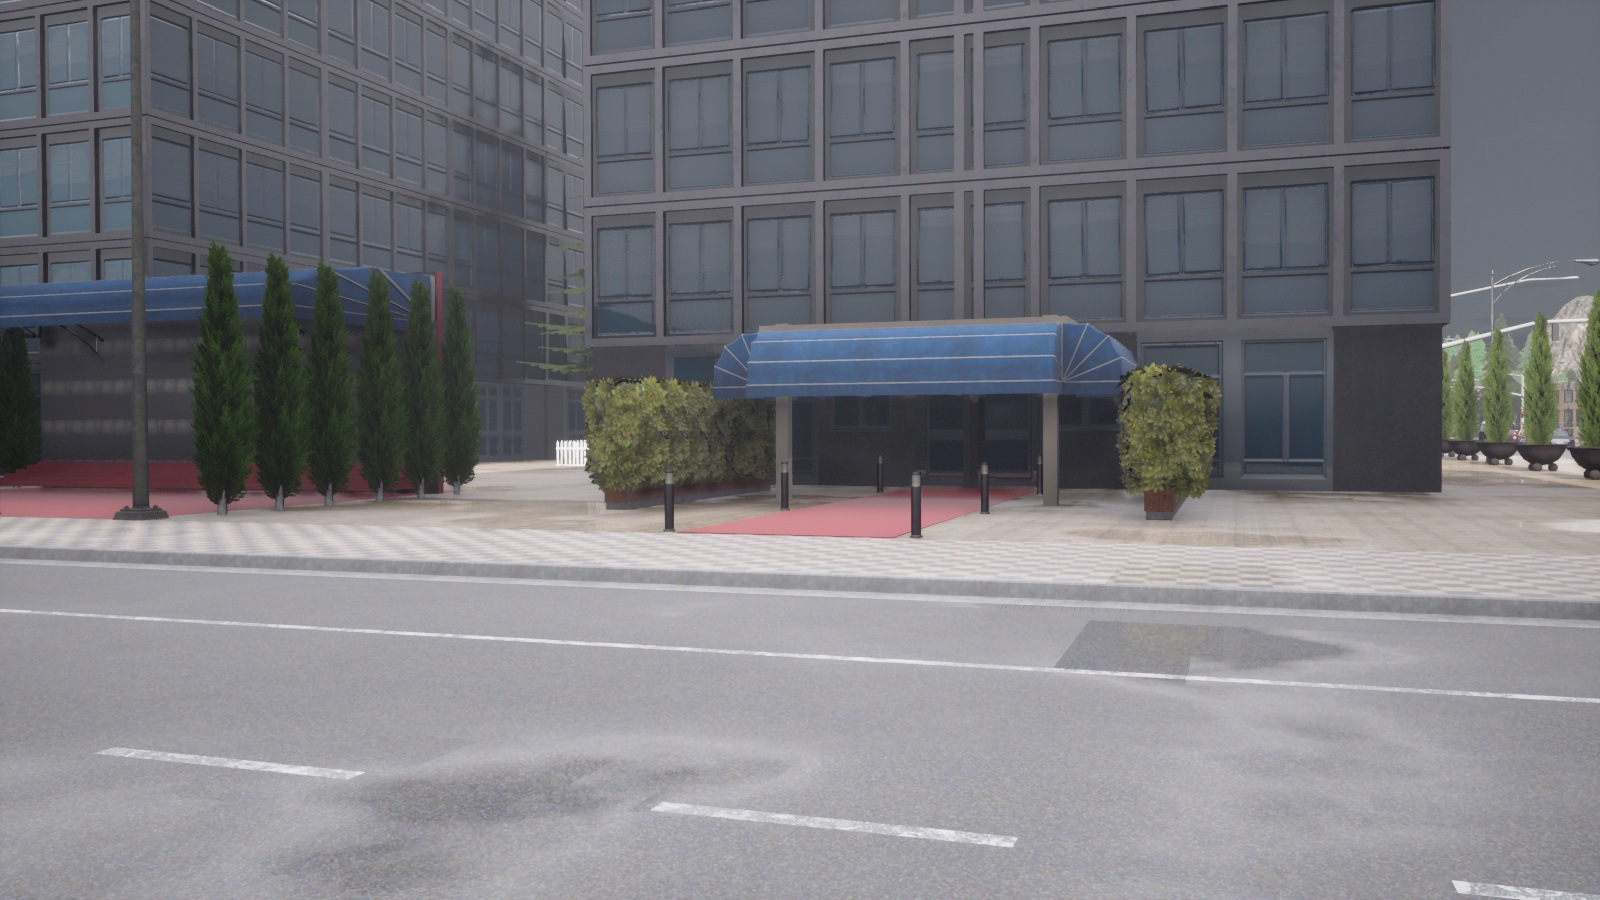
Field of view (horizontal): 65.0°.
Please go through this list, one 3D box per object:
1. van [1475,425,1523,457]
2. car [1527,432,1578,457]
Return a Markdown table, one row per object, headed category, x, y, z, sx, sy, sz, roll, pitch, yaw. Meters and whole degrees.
| category | x | y | z | sx | sy | sz | roll | pitch | yaw |
| --- | --- | --- | --- | --- | --- | --- | --- | --- | --- |
| van | 47.010 | -0.628 | 84.558 | 2.069 | 2.038 | 4.480 | 1 | 1 | 19 |
| car | 50.862 | -0.413 | 84.987 | 2.033 | 1.649 | 4.856 | 1 | 1 | 19 |
